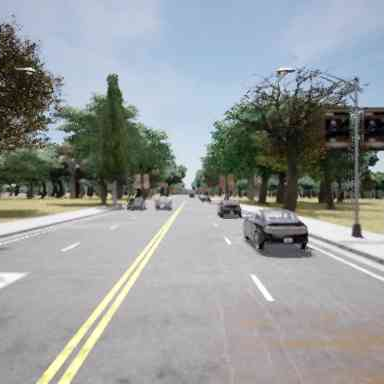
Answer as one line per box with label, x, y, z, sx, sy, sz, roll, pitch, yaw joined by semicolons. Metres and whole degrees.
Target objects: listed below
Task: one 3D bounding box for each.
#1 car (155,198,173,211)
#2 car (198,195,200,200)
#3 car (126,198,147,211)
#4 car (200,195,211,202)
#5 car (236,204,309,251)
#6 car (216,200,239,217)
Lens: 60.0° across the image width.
car;-3.356;1.441;39.933;2.128;1.511;4.902;0;0;0
car;3.220;1.656;84.825;1.895;1.301;4.718;0;0;0
car;-6.604;1.454;40.004;1.837;1.490;4.892;0;0;0
car;3.224;1.532;73.793;1.812;1.442;4.674;0;0;0
car;3.345;1.460;13.985;2.128;1.511;4.902;0;0;0
car;3.339;1.454;30.240;1.837;1.490;4.892;0;0;0
